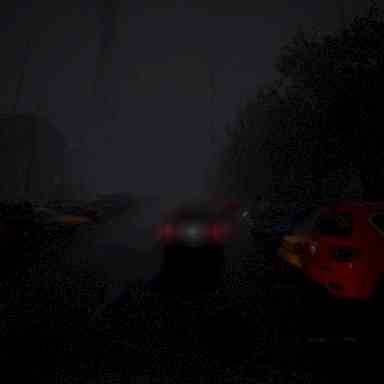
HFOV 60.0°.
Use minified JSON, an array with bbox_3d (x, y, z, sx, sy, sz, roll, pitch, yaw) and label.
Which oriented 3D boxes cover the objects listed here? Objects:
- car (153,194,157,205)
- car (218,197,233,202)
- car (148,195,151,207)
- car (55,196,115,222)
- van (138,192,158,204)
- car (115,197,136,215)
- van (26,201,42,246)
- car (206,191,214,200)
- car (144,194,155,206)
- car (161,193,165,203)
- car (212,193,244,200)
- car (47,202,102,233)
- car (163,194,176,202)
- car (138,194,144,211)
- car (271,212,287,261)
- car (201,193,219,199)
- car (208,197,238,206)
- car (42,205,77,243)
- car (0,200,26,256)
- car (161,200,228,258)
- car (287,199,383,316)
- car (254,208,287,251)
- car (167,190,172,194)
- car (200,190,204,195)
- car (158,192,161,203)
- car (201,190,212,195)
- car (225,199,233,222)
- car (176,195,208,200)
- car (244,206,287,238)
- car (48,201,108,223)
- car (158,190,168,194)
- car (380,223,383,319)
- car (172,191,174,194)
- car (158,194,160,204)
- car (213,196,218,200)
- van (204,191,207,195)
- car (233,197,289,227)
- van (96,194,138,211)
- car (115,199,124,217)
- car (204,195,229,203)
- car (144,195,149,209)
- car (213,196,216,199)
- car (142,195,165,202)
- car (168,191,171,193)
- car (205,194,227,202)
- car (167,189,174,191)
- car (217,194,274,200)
[{"bbox_3d":[-8.059,1.454,48.189,5.008,1.535,2.097,0,0,0],"label":"car"},{"bbox_3d":[5.030,1.479,28.731,5.008,1.535,2.097,0,0,0],"label":"car"},{"bbox_3d":[-8.059,1.504,42.621,4.674,1.452,2.002,0,0,0],"label":"car"},{"bbox_3d":[-8.083,1.357,23.139,4.553,1.767,2.185,0,0,0],"label":"car"},{"bbox_3d":[-7.949,1.223,50.971,4.442,1.987,1.878,0,0,0],"label":"van"},{"bbox_3d":[-8.085,1.507,31.488,4.792,1.488,2.163,0,0,0],"label":"car"},{"bbox_3d":[-8.163,1.257,12.004,4.442,1.987,1.878,0,0,0],"label":"van"},{"bbox_3d":[4.990,1.213,42.654,5.566,2.045,2.435,0,0,0],"label":"car"},{"bbox_3d":[-8.068,1.459,45.405,5.008,1.535,2.097,0,0,0],"label":"car"},{"bbox_3d":[-8.077,1.425,62.105,5.008,1.535,2.097,0,0,0],"label":"car"},{"bbox_3d":[4.988,1.343,39.870,4.553,1.767,2.185,0,0,0],"label":"car"},{"bbox_3d":[-7.863,1.480,17.571,5.366,1.575,1.946,0,0,0],"label":"car"},{"bbox_3d":[-3.577,1.479,58.624,1.812,1.442,4.674,0,0,0],"label":"car"},{"bbox_3d":[-8.090,1.345,37.055,4.553,1.767,2.185,0,0,0],"label":"car"},{"bbox_3d":[5.221,1.480,9.360,5.366,1.575,1.946,0,0,0],"label":"car"},{"bbox_3d":[4.987,1.012,92.938,5.008,1.535,2.097,0,2,0],"label":"car"},{"bbox_3d":[5.015,1.484,53.796,4.674,1.452,2.002,0,0,0],"label":"car"},{"bbox_3d":[-8.054,1.484,14.788,4.892,1.521,2.231,0,0,0],"label":"car"},{"bbox_3d":[-8.073,1.231,9.221,5.566,2.045,2.435,0,0,0],"label":"car"},{"bbox_3d":[0.040,1.355,12.857,2.097,1.767,4.553,0,0,1],"label":"car"},{"bbox_3d":[5.065,1.231,6.575,5.566,2.045,2.435,0,0,0],"label":"car"},{"bbox_3d":[5.039,1.483,12.020,5.008,1.535,2.097,0,0,0],"label":"car"},{"bbox_3d":[-8.052,1.100,84.387,4.553,1.767,2.185,0,1,0],"label":"car"},{"bbox_3d":[5.029,1.103,76.207,5.566,2.045,2.435,0,1,0],"label":"car"},{"bbox_3d":[-8.100,1.311,56.664,4.553,1.767,2.185,0,0,0],"label":"car"},{"bbox_3d":[4.980,1.174,62.150,5.566,2.045,2.435,0,0,0],"label":"car"},{"bbox_3d":[5.034,1.484,23.161,4.892,1.521,2.231,0,0,0],"label":"car"},{"bbox_3d":[0.033,1.351,27.855,2.097,1.767,4.553,0,0,0],"label":"car"},{"bbox_3d":[5.003,1.513,14.806,4.792,1.488,2.163,0,0,0],"label":"car"},{"bbox_3d":[-8.044,1.484,20.354,4.892,1.521,2.231,0,0,0],"label":"car"},{"bbox_3d":[-8.045,1.167,64.888,5.566,2.045,2.435,0,0,0],"label":"car"},{"bbox_3d":[5.007,1.356,3.666,4.553,1.767,2.185,0,0,0],"label":"car"},{"bbox_3d":[-8.115,1.124,89.964,4.792,1.488,2.163,0,1,0],"label":"car"},{"bbox_3d":[-8.061,1.445,53.756,4.892,1.521,2.231,0,0,0],"label":"car"},{"bbox_3d":[5.017,1.475,34.301,5.008,1.535,2.097,0,0,0],"label":"car"},{"bbox_3d":[4.893,1.206,59.364,4.442,1.987,1.878,0,0,0],"label":"van"},{"bbox_3d":[5.061,1.358,20.375,4.553,1.767,2.185,0,0,0],"label":"car"},{"bbox_3d":[-8.175,1.249,34.334,4.442,1.987,1.878,0,0,0],"label":"van"},{"bbox_3d":[-8.051,1.521,25.921,4.674,1.452,2.002,0,0,0],"label":"car"},{"bbox_3d":[5.000,1.412,67.843,5.008,1.535,2.097,0,0,0],"label":"car"},{"bbox_3d":[-8.246,1.464,39.838,5.366,1.575,1.946,0,0,0],"label":"car"},{"bbox_3d":[5.024,1.512,37.085,4.674,1.452,2.002,0,0,0],"label":"car"},{"bbox_3d":[-8.105,1.431,70.457,4.792,1.488,2.163,0,0,0],"label":"car"},{"bbox_3d":[-8.050,1.151,81.607,4.553,1.767,2.185,0,1,0],"label":"car"},{"bbox_3d":[5.035,1.276,70.628,4.553,1.767,2.185,0,0,0],"label":"car"},{"bbox_3d":[-8.119,0.891,92.746,4.553,1.767,2.185,0,2,0],"label":"car"},{"bbox_3d":[4.992,1.352,31.516,4.553,1.767,2.185,0,0,0],"label":"car"}]
